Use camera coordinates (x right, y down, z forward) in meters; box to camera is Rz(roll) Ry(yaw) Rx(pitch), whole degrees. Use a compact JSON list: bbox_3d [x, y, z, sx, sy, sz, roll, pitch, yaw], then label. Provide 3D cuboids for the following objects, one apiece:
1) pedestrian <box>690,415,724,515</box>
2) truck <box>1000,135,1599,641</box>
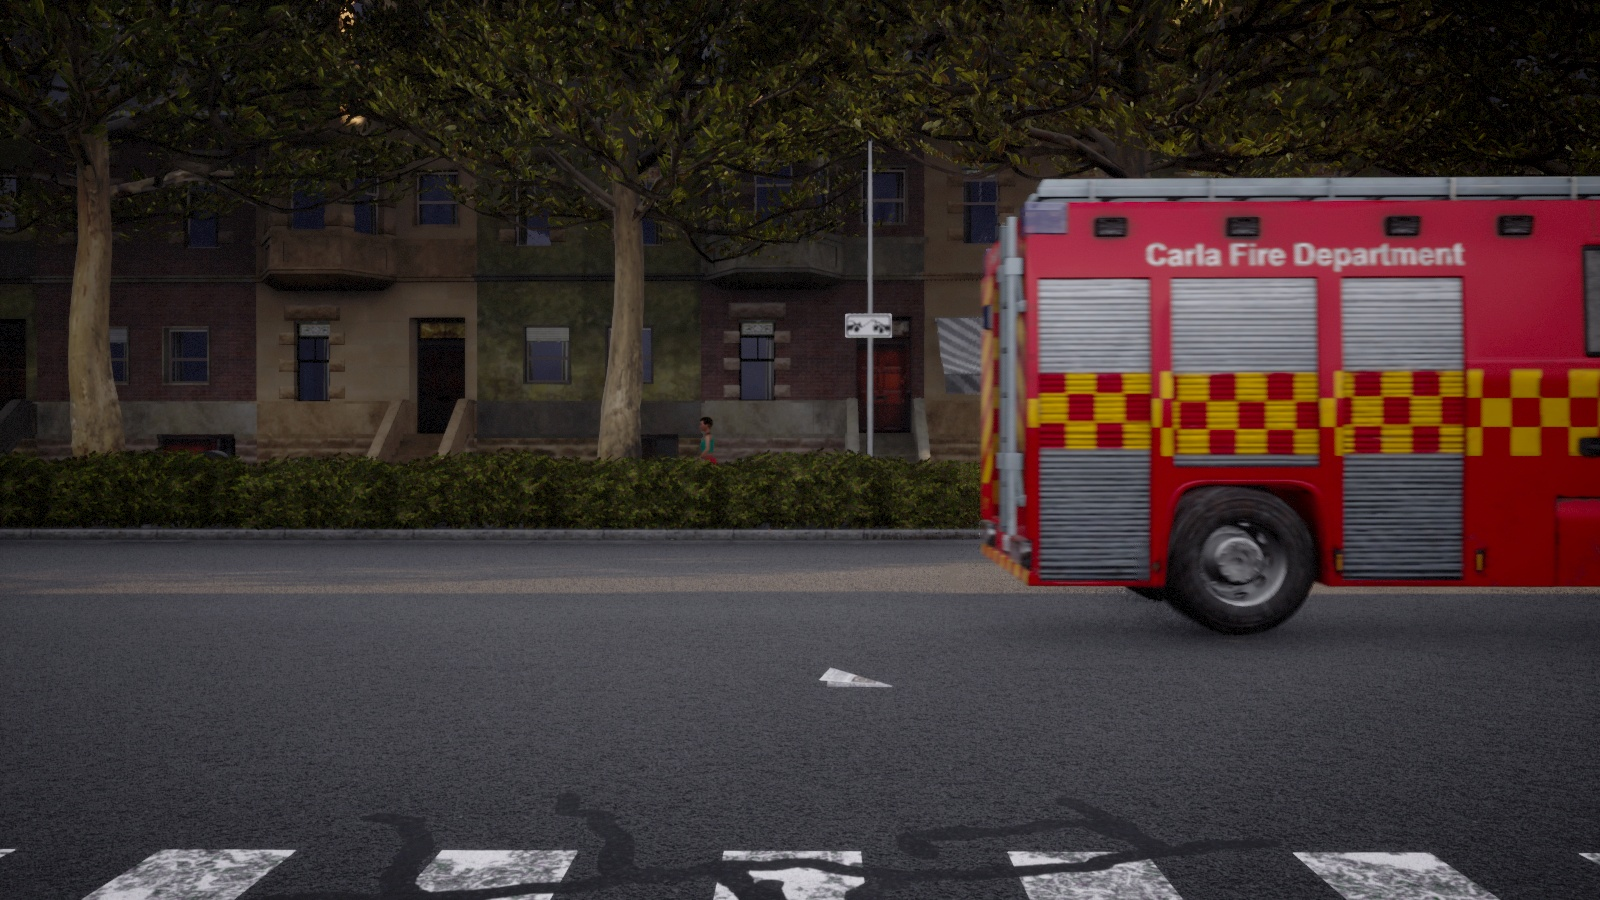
[{"bbox_3d":[-1.709,0.271,23.077,0.594,1.836,0.345,0,0,0],"label":"pedestrian"},{"bbox_3d":[6.193,-0.475,10.947,8.468,3.827,2.891,0,0,1],"label":"truck"}]
